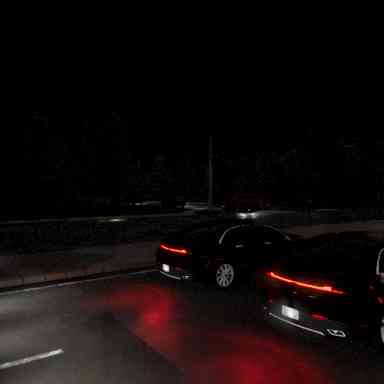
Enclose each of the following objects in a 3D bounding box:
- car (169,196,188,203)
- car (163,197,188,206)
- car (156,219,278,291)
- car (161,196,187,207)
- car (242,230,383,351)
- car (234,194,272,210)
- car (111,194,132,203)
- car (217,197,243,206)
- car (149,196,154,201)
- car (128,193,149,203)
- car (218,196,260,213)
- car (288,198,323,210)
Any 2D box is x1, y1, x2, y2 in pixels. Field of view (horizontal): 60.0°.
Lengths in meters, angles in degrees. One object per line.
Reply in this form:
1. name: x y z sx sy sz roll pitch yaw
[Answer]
1. car: -2.835 1.526 68.629 1.812 1.442 4.674 0 0 -35
2. car: -2.829 1.601 56.268 1.895 1.301 4.718 0 0 -35
3. car: 1.380 1.505 9.079 4.892 1.490 1.837 0 0 -35
4. car: -2.763 1.601 50.067 1.895 1.301 4.718 0 0 -35
5. car: 3.412 1.505 6.230 4.892 1.490 1.837 0 0 -35
6. car: 7.405 1.222 41.650 2.150 2.045 5.566 0 0 -35
7. car: -14.635 1.548 67.158 2.033 1.411 5.357 0 0 -35
8. car: 6.249 1.564 55.508 1.994 1.385 4.181 0 0 -35
9. car: -10.994 1.472 80.280 1.895 1.301 4.718 0 0 -35
10. car: -11.590 1.225 68.931 2.150 2.045 5.566 0 0 -35
11. car: 5.090 1.547 37.473 2.033 1.411 5.357 0 0 -21
12. car: 14.755 1.525 43.359 1.812 1.442 4.674 0 0 -35
